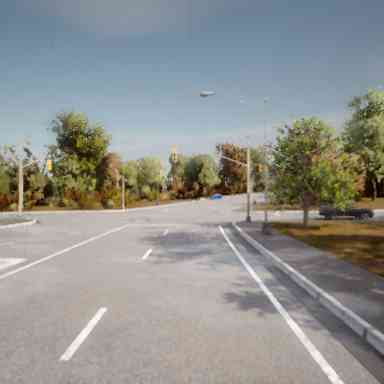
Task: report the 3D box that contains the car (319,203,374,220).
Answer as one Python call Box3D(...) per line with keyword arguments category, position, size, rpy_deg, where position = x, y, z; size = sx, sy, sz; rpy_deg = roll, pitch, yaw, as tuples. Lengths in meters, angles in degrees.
Box3D(category="car", position=(14.722, 1.795, 31.814), size=(4.892, 1.490, 1.837), rpy_deg=(-1, -1, 3))

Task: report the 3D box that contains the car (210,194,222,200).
Box3D(category="car", position=(6.199, 1.263, 86.111), size=(1.882, 1.535, 5.008), rpy_deg=(0, 3, 28))
